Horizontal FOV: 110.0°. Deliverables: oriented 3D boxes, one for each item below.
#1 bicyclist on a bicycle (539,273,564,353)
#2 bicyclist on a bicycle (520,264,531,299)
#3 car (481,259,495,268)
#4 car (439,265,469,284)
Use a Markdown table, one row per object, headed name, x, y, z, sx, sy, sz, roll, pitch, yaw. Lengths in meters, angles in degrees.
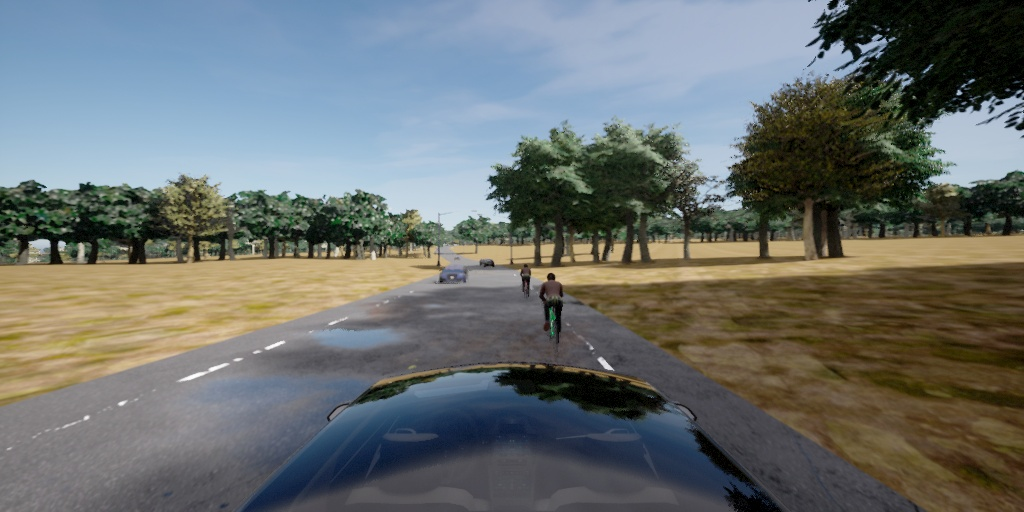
| name | x | y | z | sx | sy | sz | roll | pitch | yaw |
| --- | --- | --- | --- | --- | --- | --- | --- | --- | --- |
| bicyclist on a bicycle | 0.885 | 1.203 | 7.913 | 0.582 | 1.620 | 1.656 | 0 | 0 | -1 |
| bicyclist on a bicycle | 0.664 | 1.213 | 16.974 | 0.582 | 1.620 | 1.656 | 0 | 0 | -2 |
| car | -4.211 | 1.300 | 65.323 | 1.837 | 1.490 | 4.892 | 0 | 0 | -7 |
| car | -4.371 | 1.351 | 27.498 | 1.994 | 1.385 | 4.181 | 0 | 0 | -3 |
